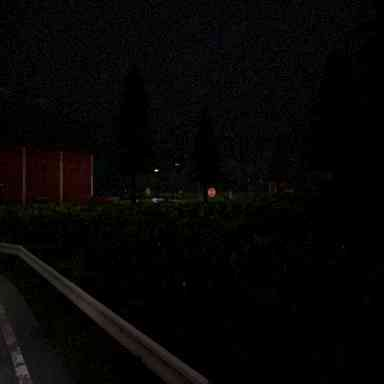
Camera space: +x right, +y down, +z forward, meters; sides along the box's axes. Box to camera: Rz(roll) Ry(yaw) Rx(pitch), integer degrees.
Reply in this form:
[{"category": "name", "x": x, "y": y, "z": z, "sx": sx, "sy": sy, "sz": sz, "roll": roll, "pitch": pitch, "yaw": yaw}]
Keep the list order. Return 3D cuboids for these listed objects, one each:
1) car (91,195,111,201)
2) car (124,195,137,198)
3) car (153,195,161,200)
[{"category": "car", "x": -12.961, "y": 1.503, "z": 45.603, "sx": 1.882, "sy": 1.535, "sz": 5.008, "roll": 0, "pitch": 0, "yaw": 33}, {"category": "car", "x": -16.720, "y": 1.531, "z": 89.697, "sx": 1.816, "sy": 1.474, "sz": 4.193, "roll": 0, "pitch": 0, "yaw": 33}, {"category": "car", "x": -4.972, "y": 1.589, "z": 51.211, "sx": 1.994, "sy": 1.385, "sz": 4.181, "roll": 0, "pitch": 0, "yaw": 33}]
